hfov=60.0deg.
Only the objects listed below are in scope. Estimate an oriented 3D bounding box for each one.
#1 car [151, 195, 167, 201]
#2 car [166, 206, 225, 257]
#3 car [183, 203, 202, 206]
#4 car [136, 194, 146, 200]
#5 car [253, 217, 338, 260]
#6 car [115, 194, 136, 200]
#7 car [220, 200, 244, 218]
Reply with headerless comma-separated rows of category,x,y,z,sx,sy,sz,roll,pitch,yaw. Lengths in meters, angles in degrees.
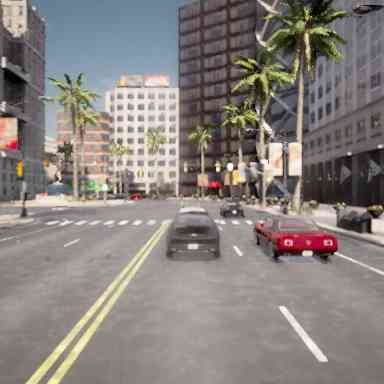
car,-7.431,1.438,79.023,1.994,1.385,4.181,0,0,-28
car,0.050,1.484,12.854,1.837,1.490,4.892,0,0,0
car,0.036,1.561,27.524,1.895,1.301,4.718,0,0,0
car,-16.055,1.342,93.767,5.008,1.535,1.882,0,0,35
car,3.549,1.582,12.386,1.895,1.301,4.718,0,0,0
car,-18.292,1.418,91.063,4.181,1.385,1.994,0,0,38
car,3.544,1.481,29.965,1.812,1.442,4.674,0,0,0
